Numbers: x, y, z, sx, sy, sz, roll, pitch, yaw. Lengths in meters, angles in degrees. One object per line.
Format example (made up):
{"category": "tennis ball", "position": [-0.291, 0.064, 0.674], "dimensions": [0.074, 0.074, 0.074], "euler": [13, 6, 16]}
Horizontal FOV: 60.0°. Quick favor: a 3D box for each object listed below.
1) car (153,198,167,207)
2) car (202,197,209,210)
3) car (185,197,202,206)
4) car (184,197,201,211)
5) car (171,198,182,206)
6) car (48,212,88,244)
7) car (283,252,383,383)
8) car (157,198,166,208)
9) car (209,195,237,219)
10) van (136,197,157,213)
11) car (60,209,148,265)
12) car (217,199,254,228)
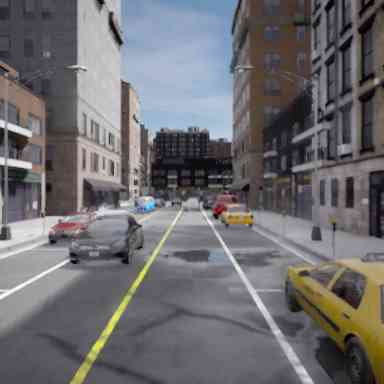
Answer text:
{"category": "car", "position": [-5.385, 1.747, 55.711], "dimensions": [1.947, 1.339, 4.313], "euler": [0, 0, 0]}
{"category": "car", "position": [2.640, 1.709, 44.387], "dimensions": [1.947, 1.339, 4.313], "euler": [0, 0, 0]}
{"category": "car", "position": [0.335, 1.697, 62.626], "dimensions": [2.128, 1.511, 4.902], "euler": [0, 0, 12]}
{"category": "car", "position": [0.048, 1.666, 43.528], "dimensions": [1.812, 1.442, 4.674], "euler": [0, 0, 1]}
{"category": "car", "position": [-2.747, 1.741, 59.471], "dimensions": [2.033, 1.411, 5.357], "euler": [0, 0, 0]}
{"category": "car", "position": [-5.387, 1.634, 16.078], "dimensions": [1.802, 1.307, 4.206], "euler": [0, 0, 0]}
{"category": "car", "position": [2.638, 1.541, 4.923], "dimensions": [1.752, 1.417, 4.829], "euler": [0, 0, 0]}
{"category": "car", "position": [-5.385, 1.714, 50.049], "dimensions": [2.008, 1.369, 4.403], "euler": [0, 0, 0]}
{"category": "car", "position": [2.983, 1.316, 29.805], "dimensions": [2.150, 2.045, 5.566], "euler": [0, 0, 0]}
{"category": "van", "position": [-5.386, 1.467, 38.726], "dimensions": [1.690, 1.788, 3.998], "euler": [0, 0, 0]}
{"category": "car", "position": [-2.851, 1.565, 12.022], "dimensions": [1.812, 1.442, 4.674], "euler": [0, 0, 0]}
{"category": "car", "position": [3.026, 1.530, 22.965], "dimensions": [1.801, 1.575, 5.366], "euler": [0, 0, 0]}
